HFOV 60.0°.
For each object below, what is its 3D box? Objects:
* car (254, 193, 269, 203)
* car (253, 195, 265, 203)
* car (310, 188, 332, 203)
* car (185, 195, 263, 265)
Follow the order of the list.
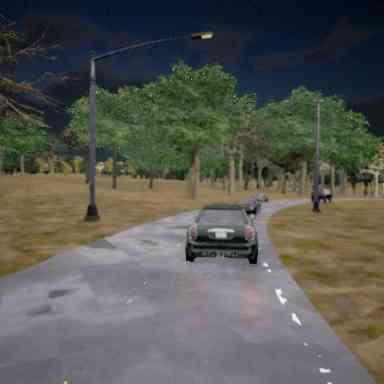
[{"bbox_3d":[9.176,0.854,45.630,1.994,1.385,4.181,2,1,30],"label":"car"},{"bbox_3d":[4.432,1.183,26.557,1.895,1.301,4.718,1,1,17],"label":"car"},{"bbox_3d":[19.900,0.480,51.124,2.150,2.045,5.566,2,1,35],"label":"car"},{"bbox_3d":[1.075,1.165,11.267,2.097,1.767,4.553,0,1,8],"label":"car"}]
